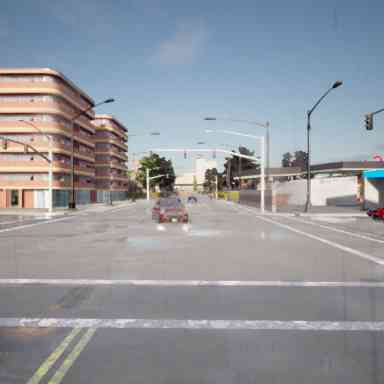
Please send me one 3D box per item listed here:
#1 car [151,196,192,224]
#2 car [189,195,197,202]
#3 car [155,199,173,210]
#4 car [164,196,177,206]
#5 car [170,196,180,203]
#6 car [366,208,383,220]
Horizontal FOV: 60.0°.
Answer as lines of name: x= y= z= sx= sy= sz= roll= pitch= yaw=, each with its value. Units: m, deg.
car: x=-1.726 y=1.325 z=24.619 sx=2.097 sy=1.767 sz=4.553 roll=0 pitch=0 yaw=-14
car: x=0.077 y=1.339 z=70.824 sx=1.812 sy=1.442 sz=4.674 roll=0 pitch=0 yaw=0
car: x=-3.550 y=1.601 z=43.203 sx=1.895 sy=1.301 sz=4.718 roll=0 pitch=0 yaw=0
car: x=-3.523 y=1.505 z=56.010 sx=1.837 sy=1.490 sz=4.892 roll=0 pitch=0 yaw=0
car: x=-3.433 y=1.601 z=68.594 sx=1.895 sy=1.301 sz=4.718 roll=0 pitch=0 yaw=0
car: x=16.564 y=1.601 z=26.430 sx=4.718 sy=1.301 sz=1.895 roll=0 pitch=0 yaw=1
